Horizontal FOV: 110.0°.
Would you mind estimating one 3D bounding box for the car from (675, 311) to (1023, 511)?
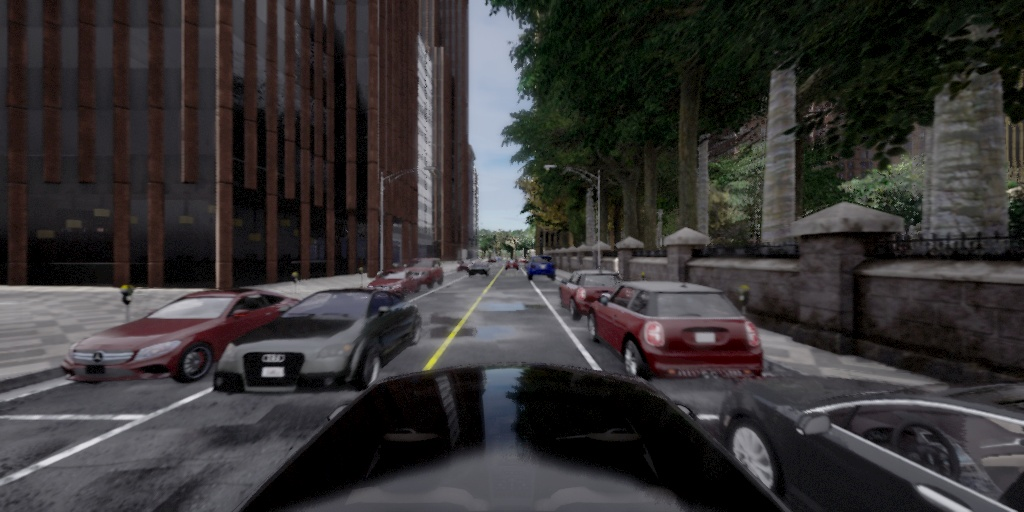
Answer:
[{"bbox_3d":[2.763,1.301,1.605,2.007,1.370,4.403,0,0,0],"label":"car"}]

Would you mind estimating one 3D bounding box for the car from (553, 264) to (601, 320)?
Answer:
[{"bbox_3d":[2.764,1.186,12.518,1.967,1.591,4.097,0,0,0],"label":"car"}]

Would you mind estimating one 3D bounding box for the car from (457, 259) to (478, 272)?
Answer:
[{"bbox_3d":[-5.760,1.185,45.254,1.967,1.591,4.097,0,0,0],"label":"car"}]

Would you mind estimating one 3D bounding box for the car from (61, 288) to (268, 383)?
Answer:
[{"bbox_3d":[-5.762,1.330,7.055,1.802,1.307,4.207,0,0,0],"label":"car"}]

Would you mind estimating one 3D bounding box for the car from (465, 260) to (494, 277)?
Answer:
[{"bbox_3d":[-3.092,1.344,34.665,1.895,1.301,4.718,0,0,0],"label":"car"}]

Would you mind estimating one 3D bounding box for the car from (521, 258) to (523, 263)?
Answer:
[{"bbox_3d":[2.766,1.314,56.169,1.948,1.339,4.313,0,0,0],"label":"car"}]

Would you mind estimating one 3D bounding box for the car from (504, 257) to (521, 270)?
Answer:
[{"bbox_3d":[0.029,1.272,51.502,1.812,1.442,4.674,0,0,1],"label":"car"}]

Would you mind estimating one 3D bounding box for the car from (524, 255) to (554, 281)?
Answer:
[{"bbox_3d":[2.396,0.971,30.464,2.150,2.045,5.566,0,0,0],"label":"car"}]

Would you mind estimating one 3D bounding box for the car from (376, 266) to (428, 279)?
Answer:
[{"bbox_3d":[-5.761,1.327,17.969,1.802,1.307,4.207,0,0,0],"label":"car"}]

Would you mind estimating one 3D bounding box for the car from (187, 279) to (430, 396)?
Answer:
[{"bbox_3d":[-3.070,1.313,6.622,1.994,1.385,4.181,0,0,0],"label":"car"}]

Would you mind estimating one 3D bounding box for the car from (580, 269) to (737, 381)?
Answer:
[{"bbox_3d":[2.763,1.188,7.061,1.967,1.591,4.097,0,0,0],"label":"car"}]

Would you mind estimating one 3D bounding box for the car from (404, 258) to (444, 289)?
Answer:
[{"bbox_3d":[-5.761,1.058,23.426,2.192,1.841,5.009,0,0,0],"label":"car"}]

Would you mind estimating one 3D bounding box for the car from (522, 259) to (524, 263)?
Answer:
[{"bbox_3d":[2.766,1.272,50.883,1.751,1.417,4.829,0,0,0],"label":"car"}]
